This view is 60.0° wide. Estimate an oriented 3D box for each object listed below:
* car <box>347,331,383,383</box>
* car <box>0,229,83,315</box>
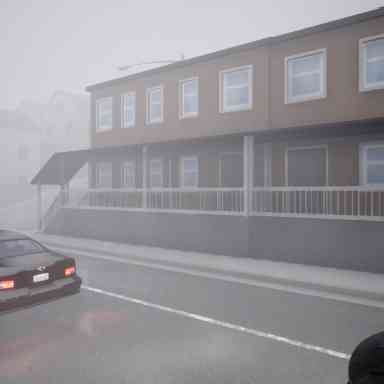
[{"bbox_3d":[3.438,1.478,1.536,5.008,1.535,1.882,0,0,35],"label":"car"},{"bbox_3d":[-4.687,1.547,7.306,5.357,1.411,2.033,0,0,36],"label":"car"}]
